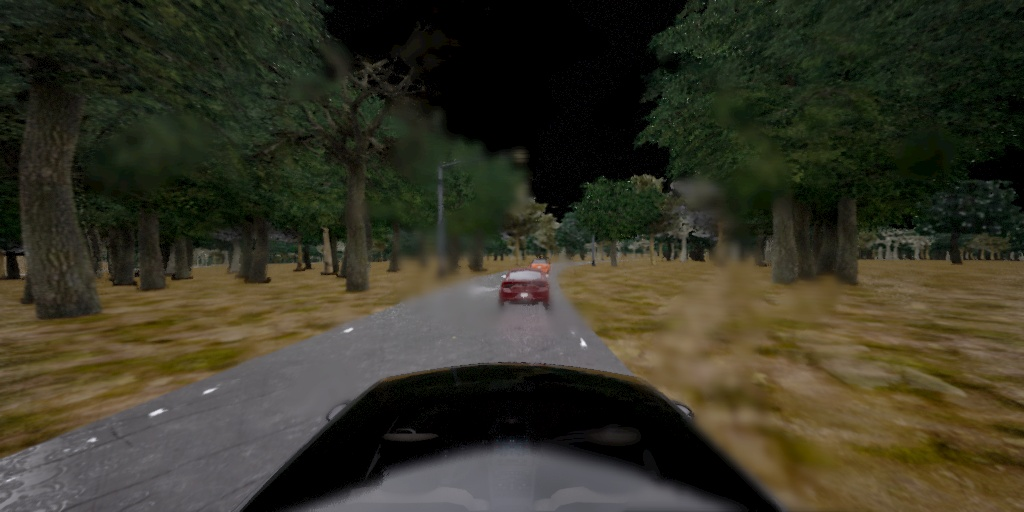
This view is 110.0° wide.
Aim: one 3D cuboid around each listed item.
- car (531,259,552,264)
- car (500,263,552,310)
[{"bbox_3d":[2.912,1.049,36.266,2.097,1.767,4.553,0,0,8],"label":"car"},{"bbox_3d":[0.593,1.215,14.774,1.882,1.535,5.008,0,0,3],"label":"car"}]
